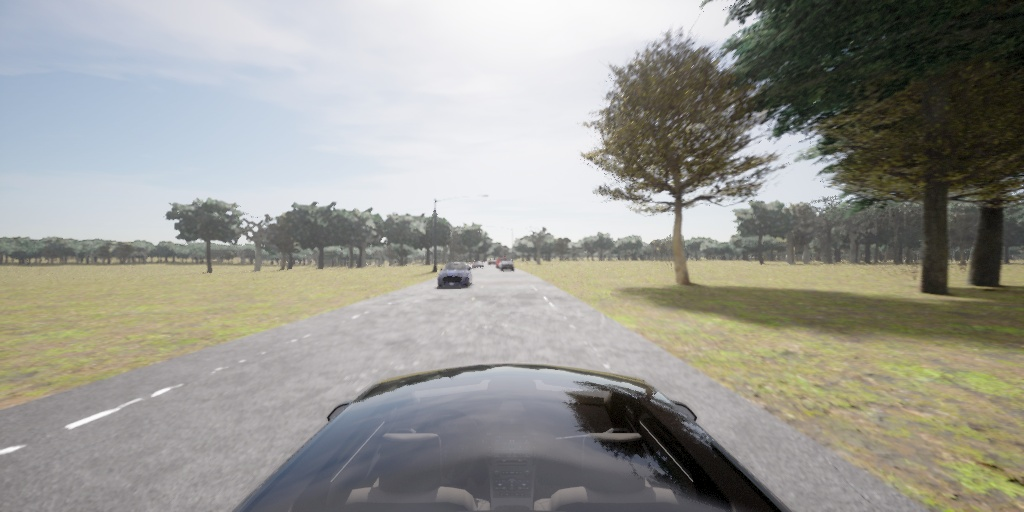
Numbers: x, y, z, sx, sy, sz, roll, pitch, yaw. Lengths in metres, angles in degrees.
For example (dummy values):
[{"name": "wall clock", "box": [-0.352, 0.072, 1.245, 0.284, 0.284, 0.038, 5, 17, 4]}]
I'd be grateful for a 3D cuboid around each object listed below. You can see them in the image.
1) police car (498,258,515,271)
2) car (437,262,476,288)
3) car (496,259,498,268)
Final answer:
[{"name": "police car", "box": [-0.697, 1.434, 54.524, 1.930, 1.638, 5.238, 0, 0, -4]}, {"name": "car", "box": [-3.933, 1.221, 25.318, 2.097, 1.767, 4.553, 0, 0, -2]}, {"name": "car", "box": [-1.435, 1.593, 64.424, 1.812, 1.442, 4.674, 0, 0, -5]}]
